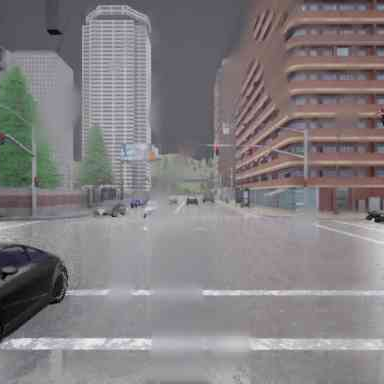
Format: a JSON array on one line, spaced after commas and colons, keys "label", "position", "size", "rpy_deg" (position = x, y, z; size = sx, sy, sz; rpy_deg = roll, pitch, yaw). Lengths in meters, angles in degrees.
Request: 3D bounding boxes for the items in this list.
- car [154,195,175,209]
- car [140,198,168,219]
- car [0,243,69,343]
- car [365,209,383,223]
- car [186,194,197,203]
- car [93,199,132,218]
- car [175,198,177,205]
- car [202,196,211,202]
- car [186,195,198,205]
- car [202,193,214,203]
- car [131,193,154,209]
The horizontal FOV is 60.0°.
[{"label": "car", "position": [-3.656, 1.525, 44.664], "size": [1.812, 1.442, 4.674], "rpy_deg": [0, 0, 0]}, {"label": "car", "position": [-3.278, 1.523, 29.064], "size": [1.812, 1.442, 4.674], "rpy_deg": [0, 0, -5]}, {"label": "car", "position": [-3.607, 1.565, 5.384], "size": [1.994, 1.385, 4.181], "rpy_deg": [0, 0, 0]}, {"label": "car", "position": [15.001, 1.492, 23.271], "size": [5.357, 1.411, 2.033], "rpy_deg": [0, 0, -12]}, {"label": "car", "position": [-0.091, 1.352, 69.487], "size": [2.097, 1.767, 4.553], "rpy_deg": [0, 0, 0]}, {"label": "car", "position": [-7.323, 1.492, 29.985], "size": [2.128, 1.511, 4.902], "rpy_deg": [0, 0, 4]}, {"label": "car", "position": [-3.650, 1.525, 59.555], "size": [1.812, 1.442, 4.674], "rpy_deg": [0, 0, 0]}, {"label": "car", "position": [3.397, 1.576, 78.268], "size": [1.895, 1.301, 4.718], "rpy_deg": [0, 0, 0]}, {"label": "car", "position": [0.024, 1.477, 58.151], "size": [1.882, 1.535, 5.008], "rpy_deg": [0, 0, 0]}, {"label": "car", "position": [3.410, 1.221, 68.701], "size": [2.150, 2.045, 5.566], "rpy_deg": [0, 0, 0]}, {"label": "car", "position": [-7.149, 1.223, 46.732], "size": [2.150, 2.045, 5.566], "rpy_deg": [0, 0, 0]}]
